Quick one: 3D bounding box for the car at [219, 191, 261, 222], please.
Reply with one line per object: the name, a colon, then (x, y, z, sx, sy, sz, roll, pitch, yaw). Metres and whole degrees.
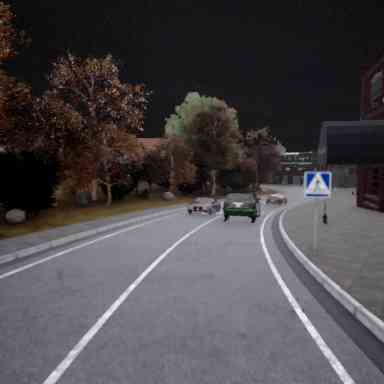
car: (3.699, 0.933, 23.954, 2.150, 2.045, 5.566, 1, 2, 16)

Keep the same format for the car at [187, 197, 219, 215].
car: (1.052, 1.113, 27.760, 1.994, 1.385, 4.181, 2, 2, 18)

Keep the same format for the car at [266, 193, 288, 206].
car: (10.472, 0.836, 40.970, 1.812, 1.442, 4.674, 2, 2, 27)
